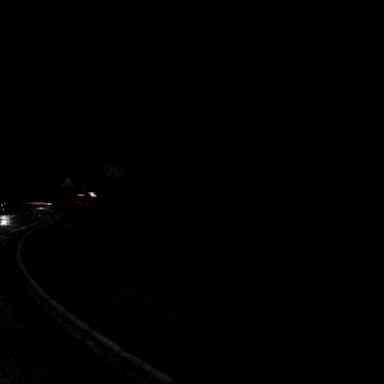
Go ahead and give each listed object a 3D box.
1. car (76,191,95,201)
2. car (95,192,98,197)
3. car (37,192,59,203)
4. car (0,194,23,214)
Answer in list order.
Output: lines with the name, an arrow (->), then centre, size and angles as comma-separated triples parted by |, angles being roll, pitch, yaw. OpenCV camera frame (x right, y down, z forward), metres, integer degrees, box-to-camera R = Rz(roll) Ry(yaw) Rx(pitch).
car -> -17.626, 0.666, 54.331 | 2.128, 1.511, 4.902 | 0, 1, -10
car -> -19.412, 0.523, 64.597 | 1.812, 1.442, 4.674 | 0, 1, -10
car -> -19.340, 0.805, 44.899 | 2.128, 1.511, 4.902 | 0, 1, -10
car -> -16.585, 0.962, 29.141 | 2.097, 1.767, 4.553 | 0, 1, -10
